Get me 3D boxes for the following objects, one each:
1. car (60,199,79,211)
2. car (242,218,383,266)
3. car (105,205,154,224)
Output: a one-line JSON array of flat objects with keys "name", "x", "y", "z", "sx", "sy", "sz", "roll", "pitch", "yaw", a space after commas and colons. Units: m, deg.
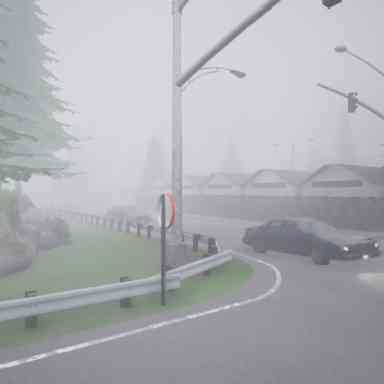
[{"name": "car", "x": -16.196, "y": 1.690, "z": 44.065, "sx": 1.837, "sy": 1.490, "sz": 4.892, "roll": -2, "pitch": 0, "yaw": -10}, {"name": "car", "x": 3.993, "y": 1.678, "z": 12.305, "sx": 2.033, "sy": 1.411, "sz": 5.357, "roll": 0, "pitch": -3, "yaw": -27}, {"name": "car", "x": -5.032, "y": 1.739, "z": 25.960, "sx": 2.033, "sy": 1.411, "sz": 5.357, "roll": 0, "pitch": 0, "yaw": -36}]
